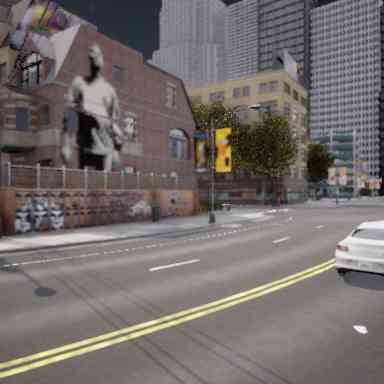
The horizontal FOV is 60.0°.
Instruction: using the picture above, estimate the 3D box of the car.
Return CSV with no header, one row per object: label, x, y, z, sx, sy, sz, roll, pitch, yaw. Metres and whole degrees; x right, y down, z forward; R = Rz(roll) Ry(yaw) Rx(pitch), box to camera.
car,5.628,1.543,9.530,1.812,1.442,4.674,0,0,43
